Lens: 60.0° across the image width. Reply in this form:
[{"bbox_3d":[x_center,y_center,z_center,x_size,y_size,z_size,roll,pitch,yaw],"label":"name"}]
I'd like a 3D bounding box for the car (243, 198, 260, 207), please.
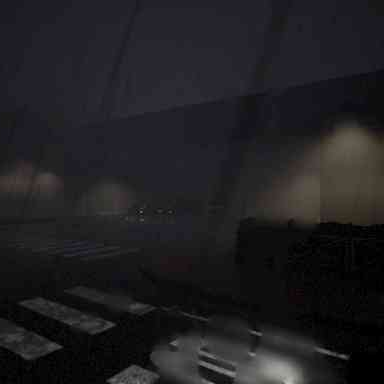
[{"bbox_3d":[9.489,1.614,50.622,1.895,1.301,4.718,0,0,36],"label":"car"}]

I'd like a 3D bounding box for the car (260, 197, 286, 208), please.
[{"bbox_3d":[12.132,1.517,48.310,1.837,1.490,4.892,0,0,36],"label":"car"}]

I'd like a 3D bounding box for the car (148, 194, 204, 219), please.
[{"bbox_3d":[-1.056,1.232,29.993,2.150,2.045,5.566,0,0,36],"label":"car"}]

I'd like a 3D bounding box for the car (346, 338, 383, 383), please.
[{"bbox_3d":[3.294,1.525,1.640,4.674,1.442,1.812,0,0,36],"label":"car"}]

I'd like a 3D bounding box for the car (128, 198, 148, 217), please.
[{"bbox_3d":[-3.985,1.365,31.913,2.097,1.767,4.553,0,0,36],"label":"car"}]
